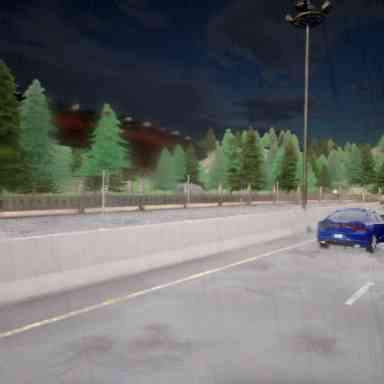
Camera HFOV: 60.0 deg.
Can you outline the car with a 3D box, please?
[{"bbox_3d":[6.828,1.416,13.762,1.882,1.535,5.008,1,1,40],"label":"car"}]
